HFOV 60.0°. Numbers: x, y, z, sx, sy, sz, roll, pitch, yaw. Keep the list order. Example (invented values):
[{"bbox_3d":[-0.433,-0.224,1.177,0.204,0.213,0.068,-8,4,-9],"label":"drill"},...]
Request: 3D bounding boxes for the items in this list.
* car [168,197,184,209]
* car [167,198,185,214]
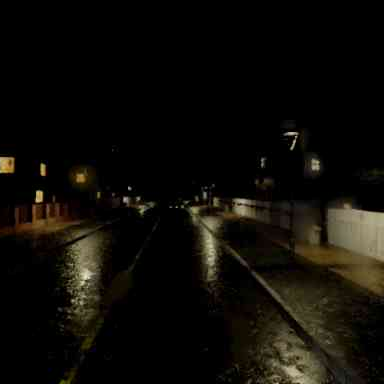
[{"bbox_3d":[-2.300,1.579,48.390,2.128,1.511,4.902,-1,0,-3],"label":"car"},{"bbox_3d":[-1.684,1.587,36.339,2.033,1.411,5.357,-1,0,-3],"label":"car"}]
